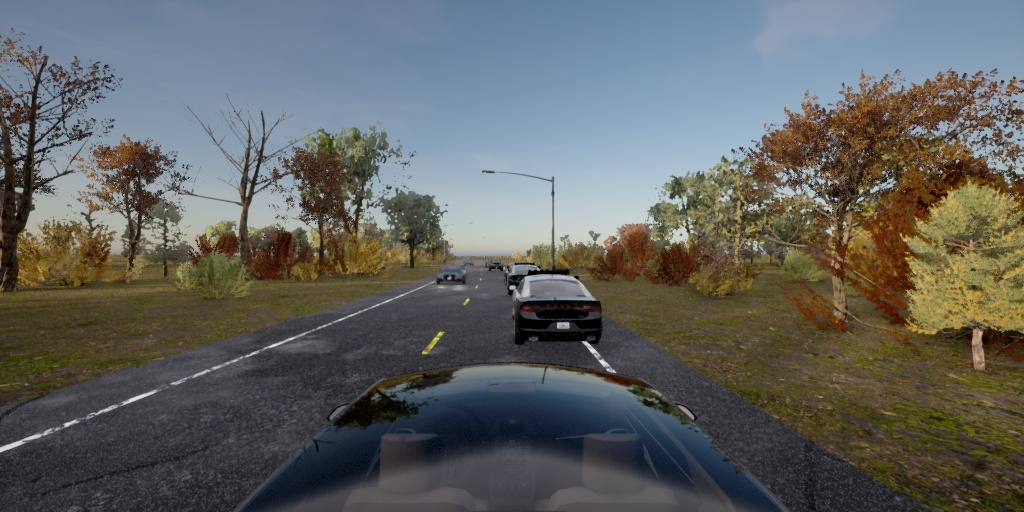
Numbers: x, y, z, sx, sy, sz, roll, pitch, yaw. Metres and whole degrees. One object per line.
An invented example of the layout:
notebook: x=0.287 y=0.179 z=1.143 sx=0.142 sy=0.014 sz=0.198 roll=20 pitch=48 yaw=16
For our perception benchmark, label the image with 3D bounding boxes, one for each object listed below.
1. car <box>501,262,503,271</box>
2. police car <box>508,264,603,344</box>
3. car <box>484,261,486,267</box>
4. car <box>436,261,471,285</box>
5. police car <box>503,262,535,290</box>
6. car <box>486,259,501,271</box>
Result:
car: x=0.413 y=1.216 z=25.665 sx=1.882 sy=1.535 sz=5.008 roll=0 pitch=0 yaw=-3
police car: x=0.969 y=1.174 z=9.695 sx=1.930 sy=1.638 sz=5.238 roll=0 pitch=0 yaw=-1
car: x=-3.516 y=1.208 z=60.227 sx=2.128 sy=1.511 sz=4.902 roll=0 pitch=0 yaw=-7
car: x=-4.306 y=1.305 z=26.171 sx=1.994 sy=1.385 sz=4.181 roll=0 pitch=0 yaw=-3
police car: x=0.679 y=1.170 z=19.747 sx=1.930 sy=1.638 sz=5.238 roll=0 pitch=0 yaw=-2
car: x=-2.169 y=1.233 z=47.337 sx=1.837 sy=1.490 sz=4.892 roll=0 pitch=0 yaw=-5
